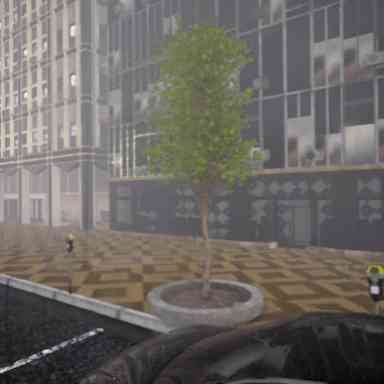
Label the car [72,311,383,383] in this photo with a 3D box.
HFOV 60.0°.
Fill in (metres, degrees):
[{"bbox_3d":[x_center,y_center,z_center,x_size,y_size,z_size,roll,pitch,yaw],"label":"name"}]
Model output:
[{"bbox_3d":[0.963,1.570,2.190,4.313,1.339,1.947,-1,-1,36],"label":"car"}]
